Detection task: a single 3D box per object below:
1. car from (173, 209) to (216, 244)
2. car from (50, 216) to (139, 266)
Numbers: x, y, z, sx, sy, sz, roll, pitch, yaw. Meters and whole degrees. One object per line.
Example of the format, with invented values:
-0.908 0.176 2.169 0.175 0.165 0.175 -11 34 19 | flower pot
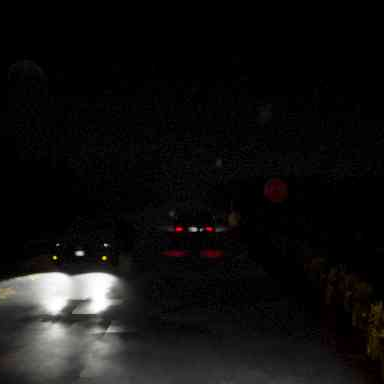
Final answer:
0.137 1.498 15.561 2.033 1.411 5.357 0 0 1 | car
-3.109 1.538 11.394 1.994 1.385 4.181 0 0 2 | car
